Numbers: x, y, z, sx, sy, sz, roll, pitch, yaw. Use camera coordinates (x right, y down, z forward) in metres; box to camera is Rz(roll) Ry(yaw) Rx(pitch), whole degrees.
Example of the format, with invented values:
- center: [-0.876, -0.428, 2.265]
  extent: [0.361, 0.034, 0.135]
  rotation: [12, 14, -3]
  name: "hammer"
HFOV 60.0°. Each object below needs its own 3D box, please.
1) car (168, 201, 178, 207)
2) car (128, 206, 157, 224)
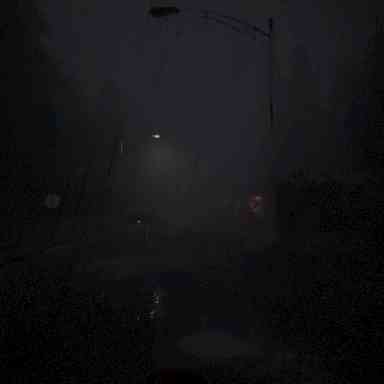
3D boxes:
- center: [-3.942, 2.644, 69.340]
  extent: [2.033, 1.411, 5.357]
  rotation: [0, -1, 0]
  name: "car"
- center: [-4.091, 1.916, 28.300]
  extent: [2.033, 1.411, 5.357]
  rotation: [0, -1, 0]
  name: "car"
